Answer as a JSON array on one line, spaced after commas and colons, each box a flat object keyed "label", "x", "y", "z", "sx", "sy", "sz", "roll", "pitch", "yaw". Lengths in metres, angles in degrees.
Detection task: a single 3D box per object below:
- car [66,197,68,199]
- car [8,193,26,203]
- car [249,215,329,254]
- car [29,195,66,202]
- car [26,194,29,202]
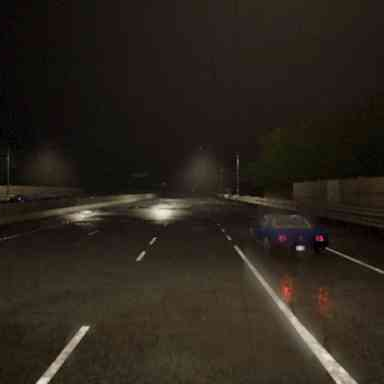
[{"label": "car", "x": -21.091, "y": 1.302, "z": 52.711, "sx": 1.837, "sy": 1.490, "sz": 4.892, "roll": 0, "pitch": 0, "yaw": 0}, {"label": "car", "x": -28.083, "y": 1.139, "z": 54.344, "sx": 2.097, "sy": 1.767, "sz": 4.553, "roll": 0, "pitch": 0, "yaw": 0}, {"label": "car", "x": 3.537, "y": 1.549, "z": 13.150, "sx": 1.895, "sy": 1.301, "sz": 4.718, "roll": 0, "pitch": 0, "yaw": -1}, {"label": "car", "x": -17.606, "y": 1.343, "z": 40.724, "sx": 1.837, "sy": 1.490, "sz": 4.892, "roll": 0, "pitch": 0, "yaw": 0}, {"label": "car", "x": -24.588, "y": 1.355, "z": 53.971, "sx": 1.994, "sy": 1.385, "sz": 4.181, "roll": 0, "pitch": 0, "yaw": 0}]
